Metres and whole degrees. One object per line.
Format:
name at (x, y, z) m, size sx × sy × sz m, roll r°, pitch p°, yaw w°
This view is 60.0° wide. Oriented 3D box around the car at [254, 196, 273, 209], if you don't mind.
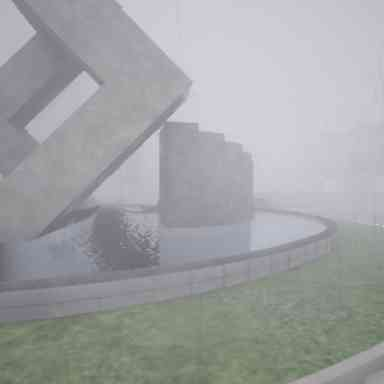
car at (6.863, 1.110, 37.222) m, size 4.181 × 1.385 × 1.994 m, roll 0°, pitch 1°, yaw 38°
